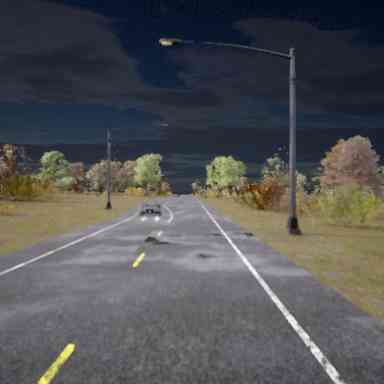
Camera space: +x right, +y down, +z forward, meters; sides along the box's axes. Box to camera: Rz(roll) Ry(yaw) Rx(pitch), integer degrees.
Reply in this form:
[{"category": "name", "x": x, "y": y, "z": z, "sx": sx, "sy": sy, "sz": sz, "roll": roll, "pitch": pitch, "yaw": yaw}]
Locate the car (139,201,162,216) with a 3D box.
[{"category": "car", "x": -3.904, "y": 1.582, "z": 32.124, "sx": 1.994, "sy": 1.385, "sz": 4.181, "roll": 0, "pitch": 0, "yaw": -3}]
